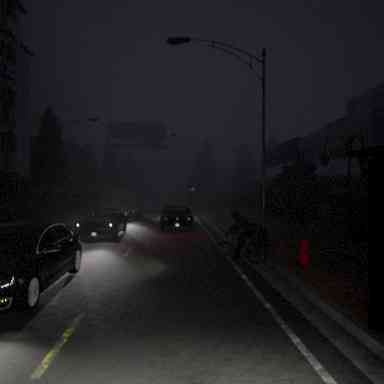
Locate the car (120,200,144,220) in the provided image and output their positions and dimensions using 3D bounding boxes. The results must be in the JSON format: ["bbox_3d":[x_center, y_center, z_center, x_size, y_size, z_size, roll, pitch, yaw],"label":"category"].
[{"bbox_3d":[-4.963,1.392,26.737,2.128,1.511,4.902,0,0,-3],"label":"car"}]

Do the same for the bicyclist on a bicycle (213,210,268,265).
[{"bbox_3d":[1.441,1.358,9.927,1.656,1.620,0.582,-1,0,-3],"label":"bicyclist on a bicycle"}]

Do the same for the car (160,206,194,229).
[{"bbox_3d":[-0.960,1.521,20.759,1.895,1.301,4.718,0,0,-3],"label":"car"}]

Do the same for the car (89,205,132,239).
[{"bbox_3d":[-4.450,1.539,16.892,1.895,1.301,4.718,0,0,-3],"label":"car"}]

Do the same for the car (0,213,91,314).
[{"bbox_3d":[-3.943,1.477,7.645,1.837,1.490,4.892,0,0,-3],"label":"car"}]
